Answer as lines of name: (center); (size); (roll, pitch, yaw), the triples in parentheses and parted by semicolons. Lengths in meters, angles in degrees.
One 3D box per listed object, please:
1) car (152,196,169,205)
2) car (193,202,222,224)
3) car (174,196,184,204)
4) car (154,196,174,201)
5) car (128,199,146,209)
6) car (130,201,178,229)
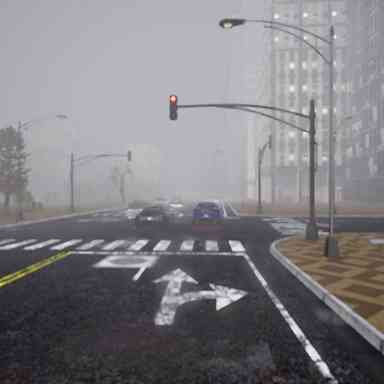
car: (-5.778, 1.518, 61.594); (2.033, 1.411, 5.357); (0, 0, 5)
car: (1.123, 1.428, 24.263); (1.882, 1.535, 5.008); (0, 0, 4)
car: (-2.632, 1.463, 60.385); (2.128, 1.511, 4.902); (0, 0, 5)
car: (-3.962, 1.500, 44.600); (1.812, 1.442, 4.674); (0, 0, 5)
car: (-7.195, 1.574, 44.947); (1.895, 1.301, 4.718); (0, 0, 5)
car: (-2.331, 1.530, 21.477); (1.994, 1.385, 4.181); (0, 0, 4)
